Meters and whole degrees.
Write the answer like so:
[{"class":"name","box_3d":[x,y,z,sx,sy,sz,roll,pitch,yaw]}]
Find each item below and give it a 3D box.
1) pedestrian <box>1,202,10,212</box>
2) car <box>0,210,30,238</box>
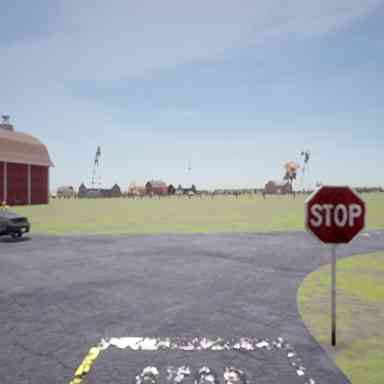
[{"class":"pedestrian","box_3d":[-11.198,1.470,19.953,0.375,1.860,0.375,0,0,4]},{"class":"car","box_3d":[-10.669,1.656,16.757,4.892,1.490,1.837,-1,-2,10]}]
